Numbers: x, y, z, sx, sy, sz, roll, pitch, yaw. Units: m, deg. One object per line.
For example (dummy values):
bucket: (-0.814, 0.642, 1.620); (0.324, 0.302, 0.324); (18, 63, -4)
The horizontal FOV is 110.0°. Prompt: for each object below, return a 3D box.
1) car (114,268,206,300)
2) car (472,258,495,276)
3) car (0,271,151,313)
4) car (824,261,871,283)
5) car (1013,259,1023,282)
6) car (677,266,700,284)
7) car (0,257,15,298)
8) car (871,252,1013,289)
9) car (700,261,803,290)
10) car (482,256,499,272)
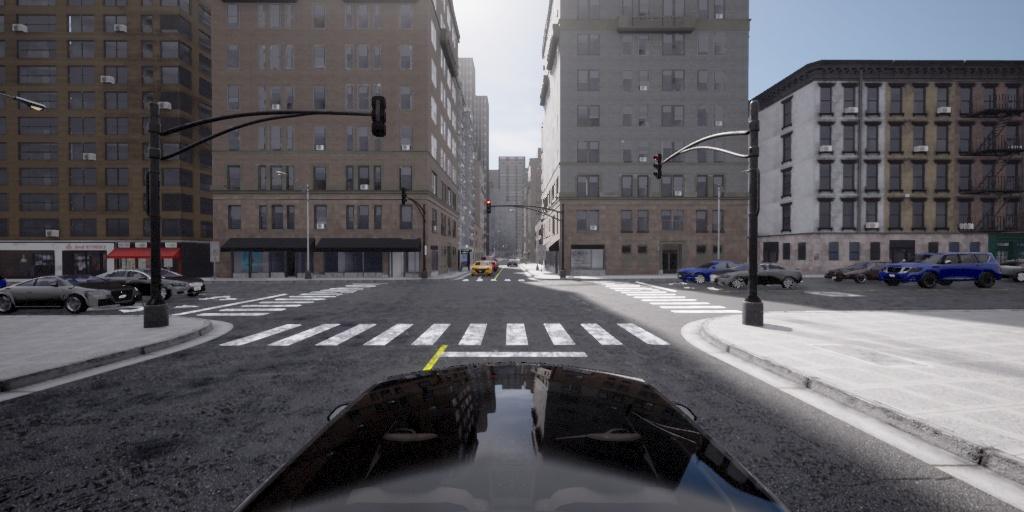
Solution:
car: (-17.790, 1.335, 17.538); (4.902, 1.511, 2.128); (0, 1, 1)
car: (-3.100, 1.234, 37.548); (1.882, 1.535, 5.008); (0, 0, 0)
car: (-17.522, 1.441, 14.279); (4.181, 1.385, 1.994); (0, 1, 0)
car: (24.585, 1.079, 24.432); (5.357, 1.411, 2.033); (0, 1, -1)
car: (34.974, 0.962, 24.467); (4.892, 1.490, 1.837); (0, 1, 0)
car: (13.917, 1.081, 24.379); (5.008, 1.535, 1.882); (0, 1, 0)
car: (-28.523, 1.113, 17.470); (5.566, 2.045, 2.150); (0, 1, -1)
car: (25.174, 0.784, 21.175); (5.566, 2.045, 2.150); (0, 1, -1)
car: (14.263, 1.129, 21.130); (4.902, 1.511, 2.128); (0, 1, 0)
car: (-3.104, 0.984, 47.504); (2.150, 2.045, 5.566); (0, 0, 0)
